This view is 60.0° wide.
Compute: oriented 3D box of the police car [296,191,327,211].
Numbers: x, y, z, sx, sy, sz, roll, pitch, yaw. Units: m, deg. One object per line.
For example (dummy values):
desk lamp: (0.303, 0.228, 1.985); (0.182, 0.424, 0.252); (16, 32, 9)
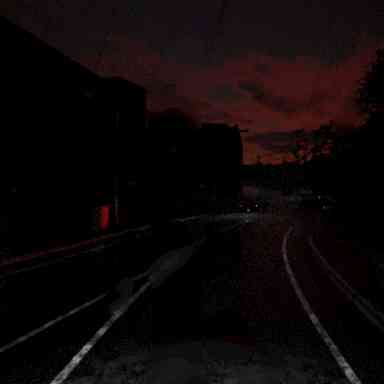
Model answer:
police car: (12.556, 1.075, 34.933); (1.930, 1.638, 5.238); (0, 1, 27)

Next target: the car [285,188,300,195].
car: (24.555, -0.190, 81.587); (2.033, 1.411, 5.357); (0, 3, 1)

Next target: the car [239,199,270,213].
car: (6.217, 1.357, 32.797); (1.895, 1.301, 4.718); (0, 1, 27)

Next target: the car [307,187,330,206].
car: (16.974, 0.694, 43.980); (2.150, 2.045, 5.566); (0, 1, 24)

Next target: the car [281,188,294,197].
car: (20.216, 0.271, 71.118); (1.895, 1.301, 4.718); (0, 2, 10)

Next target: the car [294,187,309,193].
car: (23.022, -0.059, 67.740); (2.150, 2.045, 5.566); (0, 2, 7)

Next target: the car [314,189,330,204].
car: (19.354, 0.570, 49.668); (2.150, 2.045, 5.566); (0, 1, 21)
